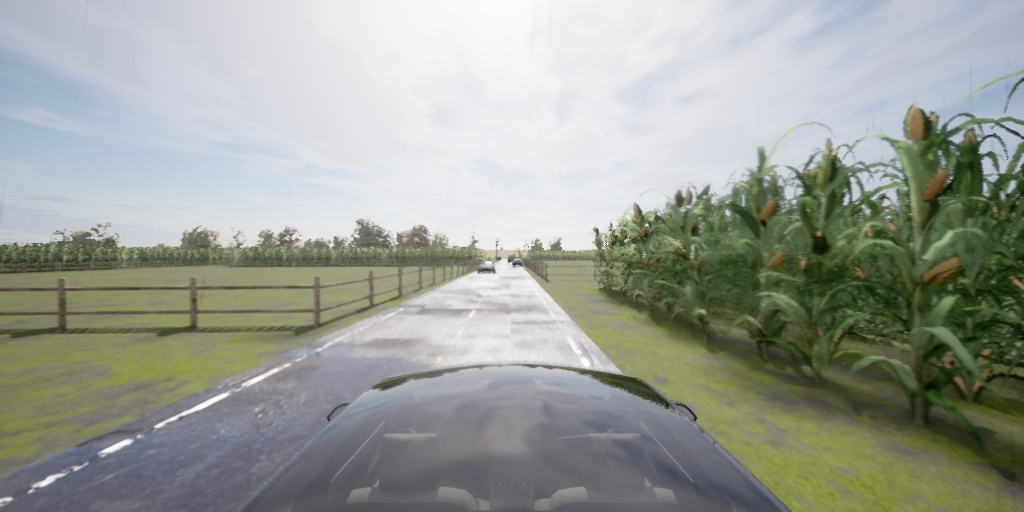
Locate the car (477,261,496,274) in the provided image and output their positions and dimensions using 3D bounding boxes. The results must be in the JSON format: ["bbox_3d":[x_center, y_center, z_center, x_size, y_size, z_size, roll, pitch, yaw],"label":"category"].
[{"bbox_3d":[-2.824,1.306,40.714,1.994,1.385,4.181,0,0,0],"label":"car"}]
